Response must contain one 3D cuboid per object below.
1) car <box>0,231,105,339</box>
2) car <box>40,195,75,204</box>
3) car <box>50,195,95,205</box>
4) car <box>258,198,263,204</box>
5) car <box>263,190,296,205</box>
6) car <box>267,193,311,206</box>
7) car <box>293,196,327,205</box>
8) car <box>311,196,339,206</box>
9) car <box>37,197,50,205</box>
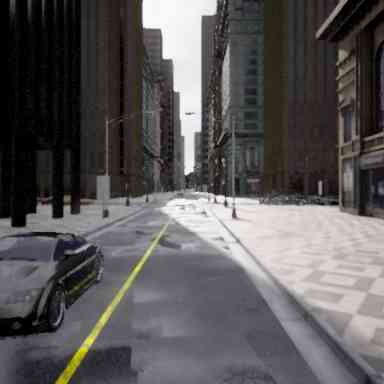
[{"bbox_3d":[-3.120,1.503,6.516,1.994,1.385,4.181,0,1,0],"label":"car"},{"bbox_3d":[-20.320,1.116,50.307,4.403,1.369,2.008,0,0,0],"label":"car"},{"bbox_3d":[-14.723,1.052,41.819,4.829,1.417,1.752,0,0,0],"label":"car"},{"bbox_3d":[12.171,1.100,50.521,4.097,1.590,1.967,0,-1,0],"label":"car"},{"bbox_3d":[12.916,0.716,44.763,5.566,2.045,2.150,0,0,0],"label":"car"},{"bbox_3d":[12.197,1.159,41.996,4.403,1.369,2.008,0,-1,0],"label":"car"},{"bbox_3d":[17.841,1.231,50.558,4.403,1.369,2.008,0,-1,0],"label":"car"},{"bbox_3d":[17.867,1.195,42.033,4.313,1.339,1.947,0,-1,0],"label":"car"},{"bbox_3d":[-20.193,1.059,41.783,4.507,1.381,1.887,0,0,0],"label":"car"}]
